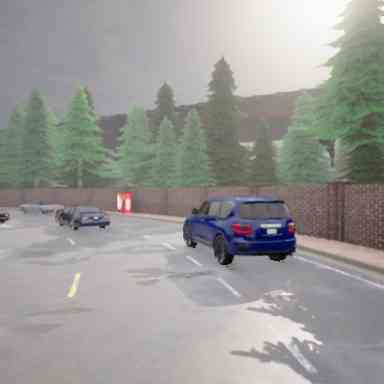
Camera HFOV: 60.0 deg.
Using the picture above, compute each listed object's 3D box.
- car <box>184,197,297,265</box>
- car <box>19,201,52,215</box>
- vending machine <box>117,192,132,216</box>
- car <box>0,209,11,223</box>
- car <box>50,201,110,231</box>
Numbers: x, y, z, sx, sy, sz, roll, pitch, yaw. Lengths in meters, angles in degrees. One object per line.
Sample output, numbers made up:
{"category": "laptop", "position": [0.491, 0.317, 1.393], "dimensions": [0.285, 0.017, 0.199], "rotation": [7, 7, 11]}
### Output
{"category": "car", "position": [1.387, 1.178, 11.791], "dimensions": [2.150, 2.045, 5.566], "rotation": [0, 0, -18]}
{"category": "car", "position": [-14.564, 1.495, 32.075], "dimensions": [4.718, 1.301, 1.895], "rotation": [0, 0, 32]}
{"category": "vending machine", "position": [-6.278, 1.089, 30.879], "dimensions": [0.880, 2.100, 1.100], "rotation": [0, 0, 43]}
{"category": "car", "position": [-14.834, 1.472, 23.562], "dimensions": [5.357, 1.411, 2.033], "rotation": [0, 0, 40]}
{"category": "car", "position": [-6.781, 1.479, 20.329], "dimensions": [2.033, 1.411, 5.357], "rotation": [0, 0, -36]}
